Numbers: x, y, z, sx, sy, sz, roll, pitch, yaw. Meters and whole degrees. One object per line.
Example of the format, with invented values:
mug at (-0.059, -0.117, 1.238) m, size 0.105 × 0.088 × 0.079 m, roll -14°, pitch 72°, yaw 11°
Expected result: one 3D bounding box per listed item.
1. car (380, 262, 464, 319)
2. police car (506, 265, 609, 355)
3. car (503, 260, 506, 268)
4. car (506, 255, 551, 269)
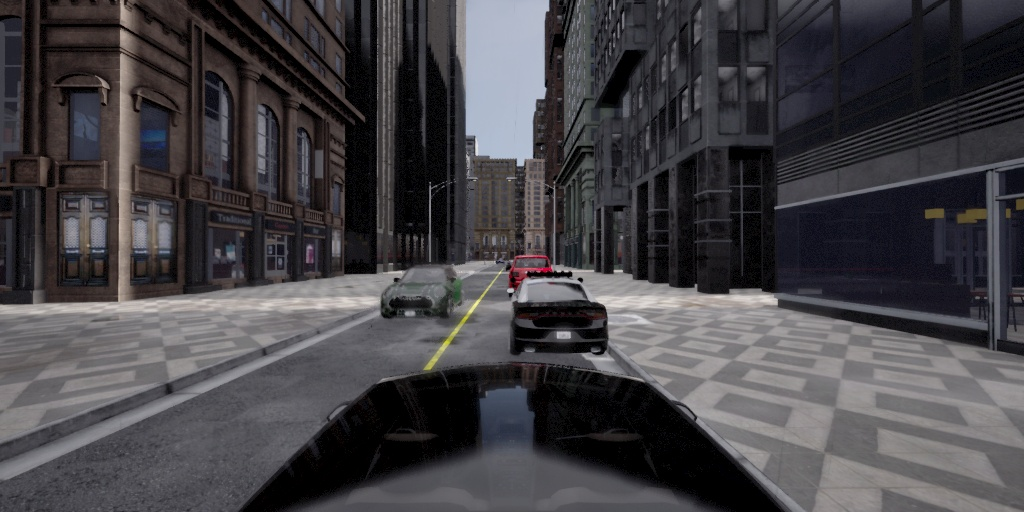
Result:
car at (-2.989, 1.107, 12.786) m, size 2.097 × 1.767 × 4.553 m, roll 0°, pitch 0°, yaw 0°
police car at (0.906, 1.179, 8.844) m, size 1.930 × 1.638 × 5.238 m, roll 0°, pitch 0°, yaw 0°
car at (0.103, 1.414, 48.548) m, size 1.895 × 1.301 × 4.718 m, roll 0°, pitch 0°, yaw 1°
car at (0.919, 0.985, 18.765) m, size 2.150 × 2.045 × 5.566 m, roll 0°, pitch 0°, yaw 0°
